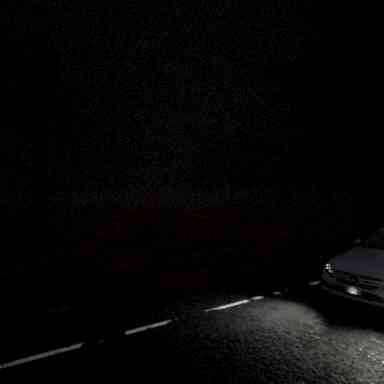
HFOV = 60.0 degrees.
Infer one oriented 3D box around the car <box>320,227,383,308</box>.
[{"bbox_3d":[4.808,1.487,7.287,4.674,1.442,1.812,0,0,-34],"label":"car"}]
